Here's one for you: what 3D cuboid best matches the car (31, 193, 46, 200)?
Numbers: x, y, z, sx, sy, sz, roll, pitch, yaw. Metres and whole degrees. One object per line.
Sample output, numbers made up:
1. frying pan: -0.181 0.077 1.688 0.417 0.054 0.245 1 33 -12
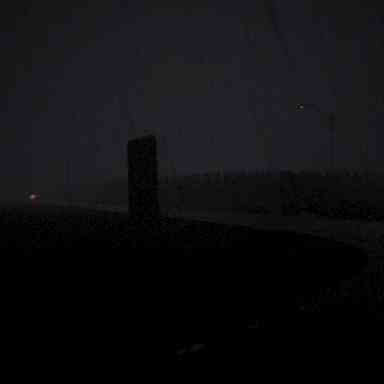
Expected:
1. car: -39.131 1.490 85.594 1.895 1.301 4.718 -3 1 -36
